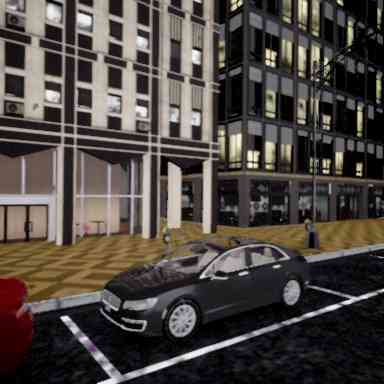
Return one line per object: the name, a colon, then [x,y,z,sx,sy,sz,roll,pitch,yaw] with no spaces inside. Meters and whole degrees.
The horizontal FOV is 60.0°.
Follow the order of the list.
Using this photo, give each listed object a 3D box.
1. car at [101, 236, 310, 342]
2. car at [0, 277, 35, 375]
car: [0.479,1.592,6.442,4.403,1.369,2.008,1,0,-36]
car: [-4.023,1.529,3.226,4.507,1.381,1.887,1,0,-36]
